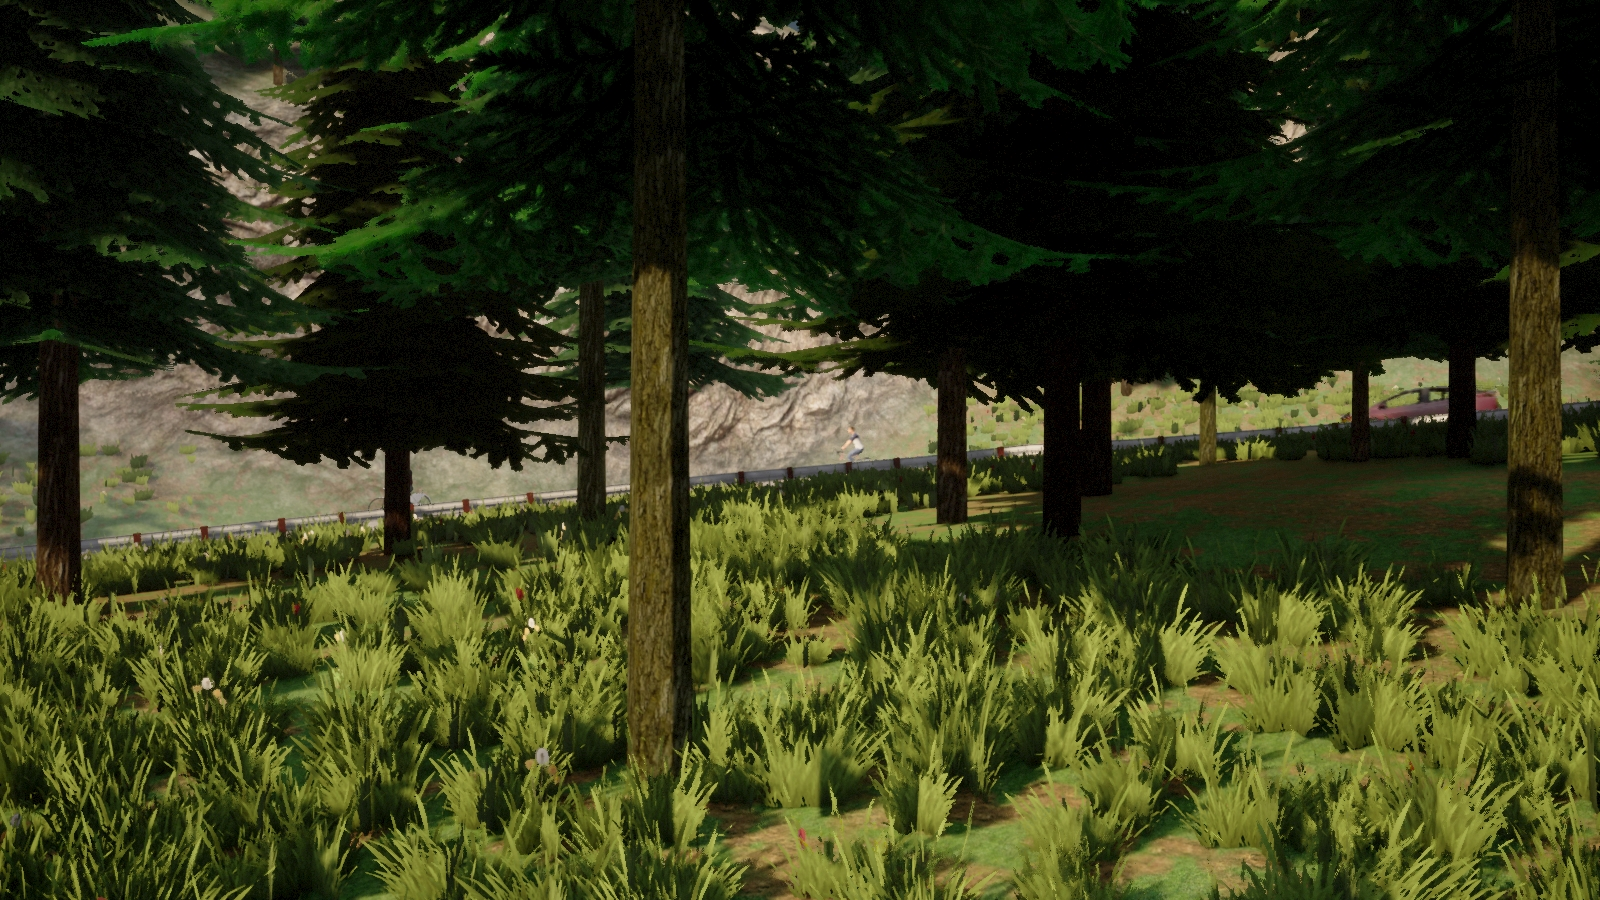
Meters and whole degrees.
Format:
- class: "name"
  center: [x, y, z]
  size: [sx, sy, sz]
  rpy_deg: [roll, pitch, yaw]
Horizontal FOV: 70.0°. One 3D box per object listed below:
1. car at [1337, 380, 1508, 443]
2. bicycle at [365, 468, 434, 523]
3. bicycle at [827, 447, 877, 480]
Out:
- class: "car"
  center: [19.600, -1.174, 36.237]
  size: [4.514, 1.525, 2.007]
  rpy_deg: [-5, -2, 24]
- class: "bicycle"
  center: [-12.075, 1.355, 34.490]
  size: [1.835, 1.471, 0.329]
  rpy_deg: [-5, 2, -29]
- class: "bicycle"
  center: [1.794, 0.462, 39.527]
  size: [1.643, 1.024, 0.373]
  rpy_deg: [-4, 1, -5]
